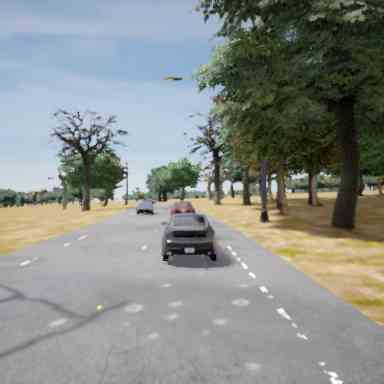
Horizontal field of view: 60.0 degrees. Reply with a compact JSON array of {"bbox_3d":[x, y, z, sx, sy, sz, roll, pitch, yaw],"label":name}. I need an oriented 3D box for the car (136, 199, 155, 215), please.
[{"bbox_3d":[-5.068,1.780,36.662,2.033,1.411,5.357,0,0,-4],"label":"car"}]

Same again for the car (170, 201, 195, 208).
[{"bbox_3d":[-0.832,1.523,28.656,2.097,1.767,4.553,0,0,-3],"label":"car"}]

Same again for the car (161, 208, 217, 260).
[{"bbox_3d":[-0.127,1.565,12.695,1.837,1.490,4.892,0,0,-1],"label":"car"}]
